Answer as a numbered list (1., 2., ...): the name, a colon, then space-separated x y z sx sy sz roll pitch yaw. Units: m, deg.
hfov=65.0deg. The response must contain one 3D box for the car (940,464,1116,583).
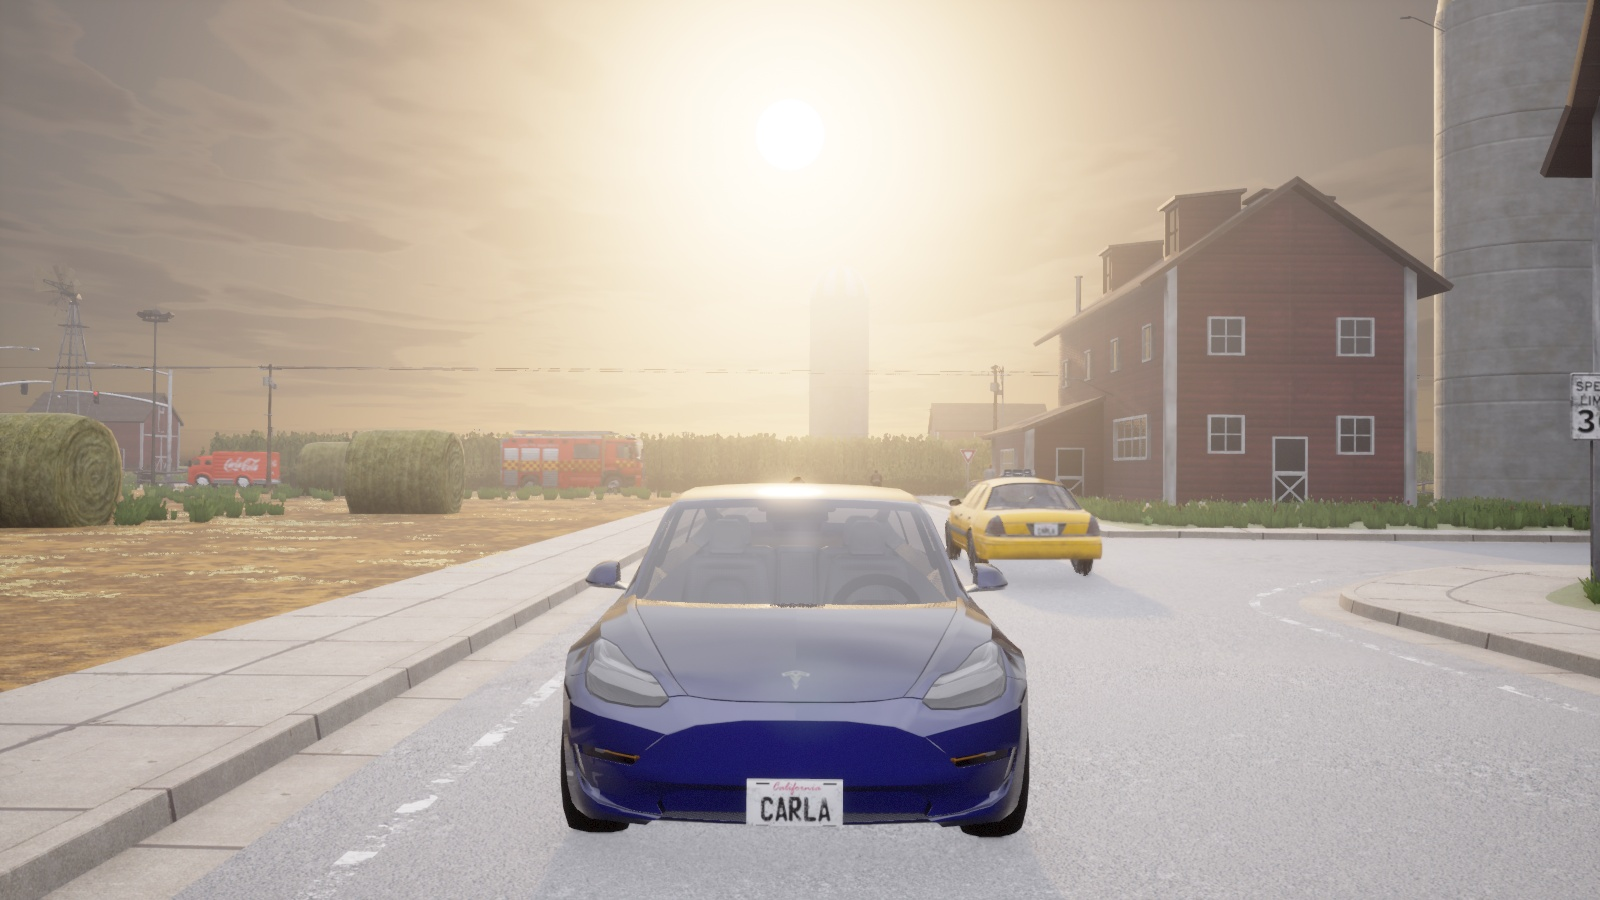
1. car: 3.452 1.047 20.026 1.801 1.575 5.366 -1 0 0

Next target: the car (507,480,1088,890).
1. car: -0.012 0.931 7.078 2.163 1.488 4.792 0 -1 0

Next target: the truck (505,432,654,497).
1. truck: -13.278 0.889 76.062 8.468 3.827 2.891 0 -1 1

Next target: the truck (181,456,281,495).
1. truck: -36.128 1.617 79.854 5.204 2.467 2.627 0 -1 1
